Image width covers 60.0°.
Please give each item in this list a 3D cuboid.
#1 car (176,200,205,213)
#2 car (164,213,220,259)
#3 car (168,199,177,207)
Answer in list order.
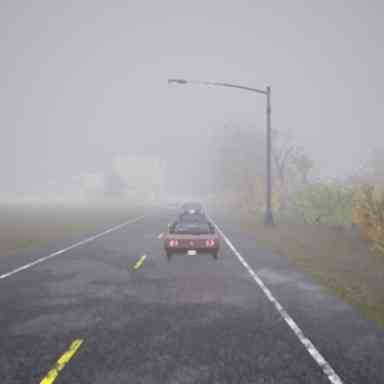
[{"bbox_3d":[0.017,1.648,28.412,2.097,1.767,4.553,0,-1,1],"label":"car"},{"bbox_3d":[0.015,1.743,13.237,1.895,1.301,4.718,0,-1,0],"label":"car"},{"bbox_3d":[-3.522,2.196,65.713,1.812,1.442,4.674,0,0,0],"label":"car"}]
